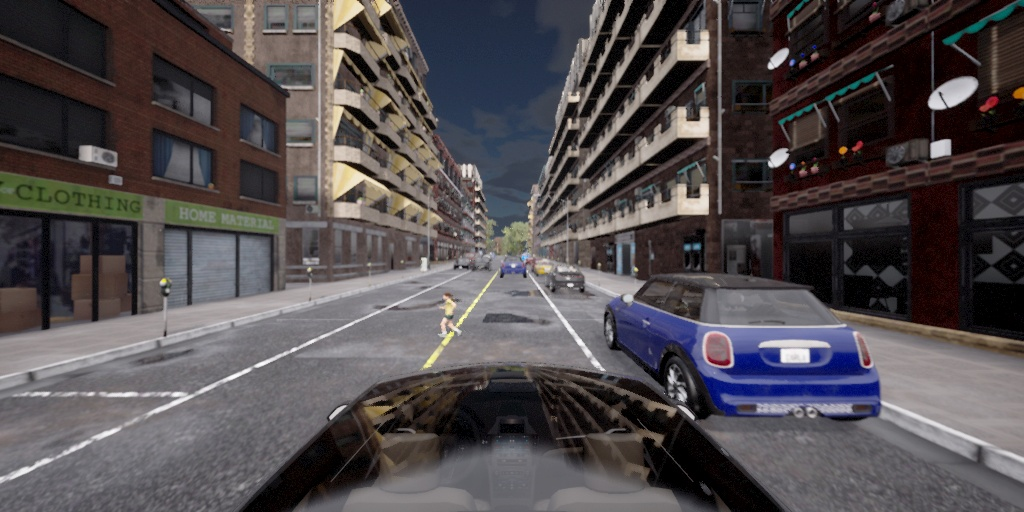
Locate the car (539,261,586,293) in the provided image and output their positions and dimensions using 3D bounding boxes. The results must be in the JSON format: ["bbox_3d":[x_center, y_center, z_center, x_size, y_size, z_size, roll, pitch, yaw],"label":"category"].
[{"bbox_3d":[2.729,1.099,18.918,2.007,1.370,4.403,0,0,0],"label":"car"}]

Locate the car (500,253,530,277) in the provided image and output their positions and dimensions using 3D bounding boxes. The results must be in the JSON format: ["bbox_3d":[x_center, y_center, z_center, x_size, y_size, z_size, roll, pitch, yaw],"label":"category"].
[{"bbox_3d":[0.128,0.771,29.822,2.097,1.767,4.553,0,1,0],"label":"car"}]

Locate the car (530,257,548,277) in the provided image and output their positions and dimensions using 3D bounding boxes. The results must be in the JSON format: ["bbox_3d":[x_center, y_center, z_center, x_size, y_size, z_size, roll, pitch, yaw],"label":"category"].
[{"bbox_3d":[2.753,0.943,30.229,1.751,1.417,4.829,0,0,0],"label":"car"}]

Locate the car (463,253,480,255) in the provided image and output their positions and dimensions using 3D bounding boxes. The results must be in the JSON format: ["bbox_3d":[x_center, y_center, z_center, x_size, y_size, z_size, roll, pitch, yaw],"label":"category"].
[{"bbox_3d":[-5.590,0.535,46.829,2.192,1.841,5.009,0,0,0],"label":"car"}]

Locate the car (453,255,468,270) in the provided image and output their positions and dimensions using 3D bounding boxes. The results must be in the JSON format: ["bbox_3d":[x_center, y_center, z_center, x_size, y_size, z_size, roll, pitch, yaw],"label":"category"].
[{"bbox_3d":[-5.603,0.851,41.259,1.948,1.339,4.313,0,0,0],"label":"car"}]

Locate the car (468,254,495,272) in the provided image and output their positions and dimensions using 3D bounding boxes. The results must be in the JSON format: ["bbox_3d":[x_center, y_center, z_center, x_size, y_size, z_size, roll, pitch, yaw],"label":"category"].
[{"bbox_3d":[-3.014,0.847,36.477,1.837,1.490,4.892,0,1,0],"label":"car"}]

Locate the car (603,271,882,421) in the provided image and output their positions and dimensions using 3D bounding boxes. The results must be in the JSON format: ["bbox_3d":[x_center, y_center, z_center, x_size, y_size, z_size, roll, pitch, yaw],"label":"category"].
[{"bbox_3d":[3.009,1.052,5.930,2.097,1.767,4.553,0,1,0],"label":"car"}]

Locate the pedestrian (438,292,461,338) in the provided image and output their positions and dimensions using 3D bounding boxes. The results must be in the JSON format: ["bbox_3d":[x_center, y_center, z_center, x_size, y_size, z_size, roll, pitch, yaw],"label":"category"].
[{"bbox_3d":[-1.439,1.345,8.367,0.500,1.100,0.500,1,0,-5],"label":"pedestrian"}]
